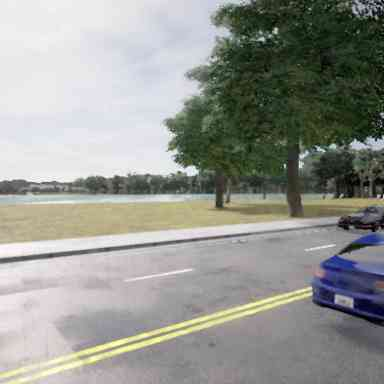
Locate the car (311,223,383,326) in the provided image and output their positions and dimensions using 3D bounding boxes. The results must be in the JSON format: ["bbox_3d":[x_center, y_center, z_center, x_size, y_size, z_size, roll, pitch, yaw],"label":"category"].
[{"bbox_3d":[4.207,1.500,6.447,4.674,1.442,1.812,0,0,-36],"label":"car"}]

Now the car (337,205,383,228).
[{"bbox_3d":[10.665,1.480,19.290,5.357,1.411,2.033,0,0,-36],"label":"car"}]
